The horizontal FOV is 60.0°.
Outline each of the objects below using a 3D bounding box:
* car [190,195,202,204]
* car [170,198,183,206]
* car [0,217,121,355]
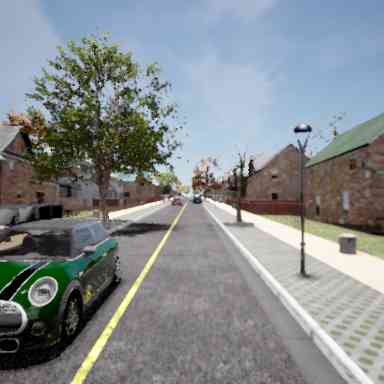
[{"bbox_3d":[1.129,1.704,69.167,1.882,1.535,5.008,0,0,0],"label":"car"},{"bbox_3d":[-2.646,1.721,58.933,1.812,1.442,4.674,0,0,1],"label":"car"},{"bbox_3d":[-2.833,1.378,6.468,2.097,1.767,4.553,0,0,0],"label":"car"}]
